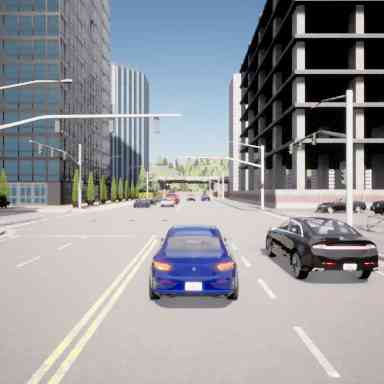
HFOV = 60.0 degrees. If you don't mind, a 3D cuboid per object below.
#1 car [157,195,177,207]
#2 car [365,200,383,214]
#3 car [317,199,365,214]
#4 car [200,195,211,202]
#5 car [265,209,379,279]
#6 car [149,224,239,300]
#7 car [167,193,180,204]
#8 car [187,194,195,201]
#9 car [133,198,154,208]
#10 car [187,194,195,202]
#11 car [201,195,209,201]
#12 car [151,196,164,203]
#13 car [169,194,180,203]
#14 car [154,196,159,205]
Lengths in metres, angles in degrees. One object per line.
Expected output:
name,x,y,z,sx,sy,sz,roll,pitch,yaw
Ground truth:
car,-3.694,1.601,50.311,1.895,1.301,4.718,0,0,0
car,19.762,1.166,31.100,5.566,2.045,2.150,0,0,0
car,15.516,1.436,34.589,4.902,1.511,2.128,0,0,0
car,3.349,1.522,77.874,1.812,1.442,4.674,0,0,0
car,3.560,1.492,9.996,2.128,1.511,4.902,0,0,-1
car,0.044,1.526,8.273,1.812,1.442,4.674,0,0,0
car,-3.692,1.222,60.086,2.150,2.045,5.566,0,0,0
car,-0.169,1.338,86.913,2.097,1.767,4.553,0,0,0
car,-7.189,1.564,48.183,1.994,1.385,4.181,0,0,0
car,-0.152,1.593,78.210,1.895,1.301,4.718,0,0,0
car,3.331,1.483,86.949,1.837,1.490,4.892,0,0,0
car,-7.137,1.548,68.927,2.033,1.411,5.357,0,0,0
car,-3.636,1.355,70.075,2.097,1.767,4.553,0,0,0
car,-7.197,1.601,56.943,1.895,1.301,4.718,0,0,0
